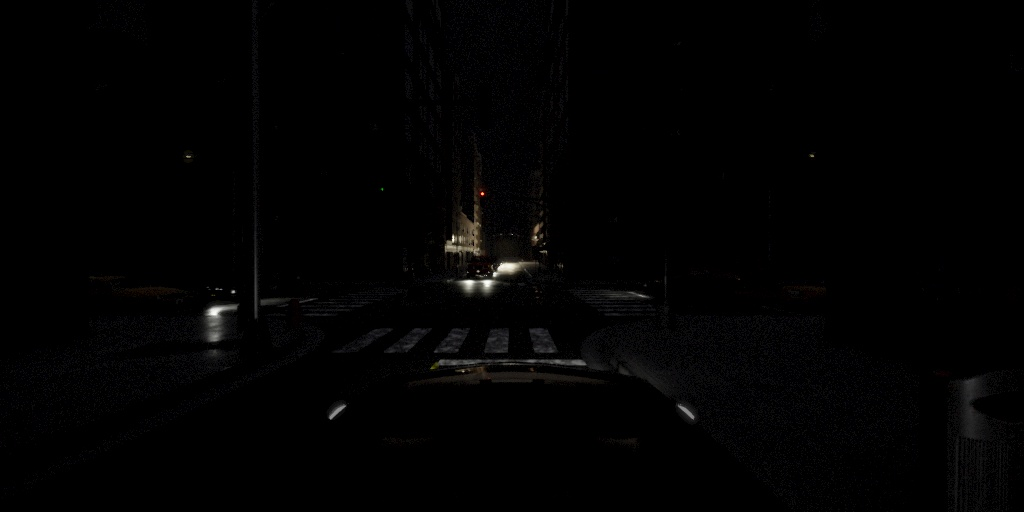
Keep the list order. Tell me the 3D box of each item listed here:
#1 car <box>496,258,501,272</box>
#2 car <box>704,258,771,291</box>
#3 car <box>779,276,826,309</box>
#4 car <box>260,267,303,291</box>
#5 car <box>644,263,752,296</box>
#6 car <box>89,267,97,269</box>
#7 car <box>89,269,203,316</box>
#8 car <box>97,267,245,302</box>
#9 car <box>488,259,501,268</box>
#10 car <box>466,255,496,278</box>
[{"bbox_3d":[-2.929,0.953,46.050,2.150,2.045,5.566,0,0,0],"label":"car"},{"bbox_3d":[12.316,1.032,20.974,5.009,1.841,2.192,0,0,0],"label":"car"},{"bbox_3d":[12.481,1.280,12.949,4.829,1.417,1.751,0,0,0],"label":"car"},{"bbox_3d":[-14.567,1.306,20.961,4.313,1.339,1.948,0,0,0],"label":"car"},{"bbox_3d":[9.315,1.257,18.593,4.674,1.442,1.812,0,0,4],"label":"car"},{"bbox_3d":[-25.392,1.314,20.956,4.313,1.339,1.948,0,0,0],"label":"car"},{"bbox_3d":[-14.402,1.304,12.936,4.829,1.417,1.751,0,0,0],"label":"car"},{"bbox_3d":[-14.404,1.269,15.484,4.892,1.490,1.837,1,0,1],"label":"car"},{"bbox_3d":[-2.921,1.224,60.352,1.837,1.490,4.892,0,0,0],"label":"car"},{"bbox_3d":[-2.907,0.963,33.542,2.150,2.045,5.566,0,0,0],"label":"car"}]
